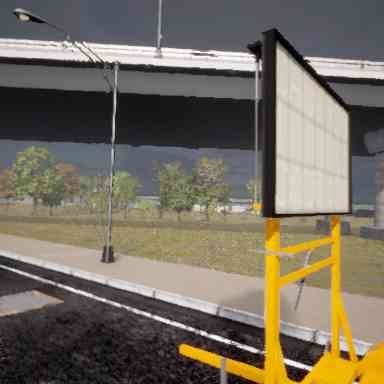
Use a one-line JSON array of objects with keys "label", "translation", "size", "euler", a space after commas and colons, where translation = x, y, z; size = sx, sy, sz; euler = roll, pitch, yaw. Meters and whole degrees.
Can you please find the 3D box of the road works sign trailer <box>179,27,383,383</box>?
[{"label": "road works sign trailer", "translation": [1.029, 0.630, 3.329], "size": [2.880, 3.560, 2.380], "euler": [-1, -3, 37]}]
